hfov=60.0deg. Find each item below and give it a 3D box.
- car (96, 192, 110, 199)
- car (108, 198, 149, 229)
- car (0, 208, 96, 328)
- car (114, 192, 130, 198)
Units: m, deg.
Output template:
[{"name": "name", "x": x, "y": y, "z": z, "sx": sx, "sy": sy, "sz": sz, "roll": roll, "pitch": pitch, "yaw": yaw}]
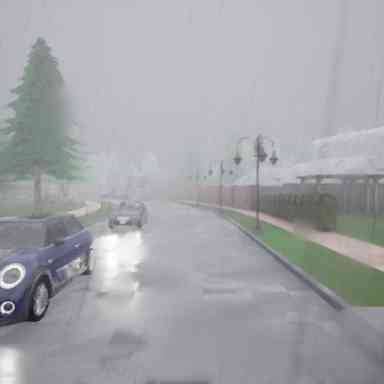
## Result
[{"name": "car", "x": -21.688, "y": 0.838, "z": 81.265, "sx": 1.837, "sy": 1.490, "sz": 4.892, "roll": 0, "pitch": 1, "yaw": -39}, {"name": "car", "x": -3.744, "y": 1.324, "z": 20.234, "sx": 2.128, "sy": 1.511, "sz": 4.902, "roll": 0, "pitch": 0, "yaw": -1}, {"name": "car", "x": -3.624, "y": 1.295, "z": 7.082, "sx": 2.097, "sy": 1.767, "sz": 4.553, "roll": 0, "pitch": 0, "yaw": 0}, {"name": "car", "x": -15.262, "y": 0.763, "z": 72.173, "sx": 2.097, "sy": 1.767, "sz": 4.553, "roll": 0, "pitch": 1, "yaw": -33}]
